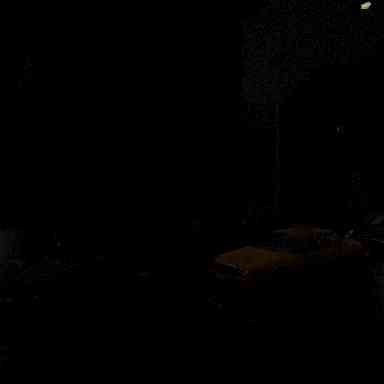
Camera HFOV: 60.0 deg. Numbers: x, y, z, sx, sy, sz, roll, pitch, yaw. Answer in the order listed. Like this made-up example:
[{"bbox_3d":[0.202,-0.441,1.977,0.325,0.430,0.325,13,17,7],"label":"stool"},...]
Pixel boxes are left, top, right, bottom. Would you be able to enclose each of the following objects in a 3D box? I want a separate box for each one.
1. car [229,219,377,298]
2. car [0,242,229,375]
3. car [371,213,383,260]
[{"bbox_3d":[2.567,1.525,8.488,4.829,1.417,1.752,0,0,-36],"label":"car"},{"bbox_3d":[-1.719,1.566,5.424,4.313,1.339,1.947,0,0,-36],"label":"car"},{"bbox_3d":[7.128,1.441,11.749,4.097,1.590,1.967,0,0,-36],"label":"car"}]
